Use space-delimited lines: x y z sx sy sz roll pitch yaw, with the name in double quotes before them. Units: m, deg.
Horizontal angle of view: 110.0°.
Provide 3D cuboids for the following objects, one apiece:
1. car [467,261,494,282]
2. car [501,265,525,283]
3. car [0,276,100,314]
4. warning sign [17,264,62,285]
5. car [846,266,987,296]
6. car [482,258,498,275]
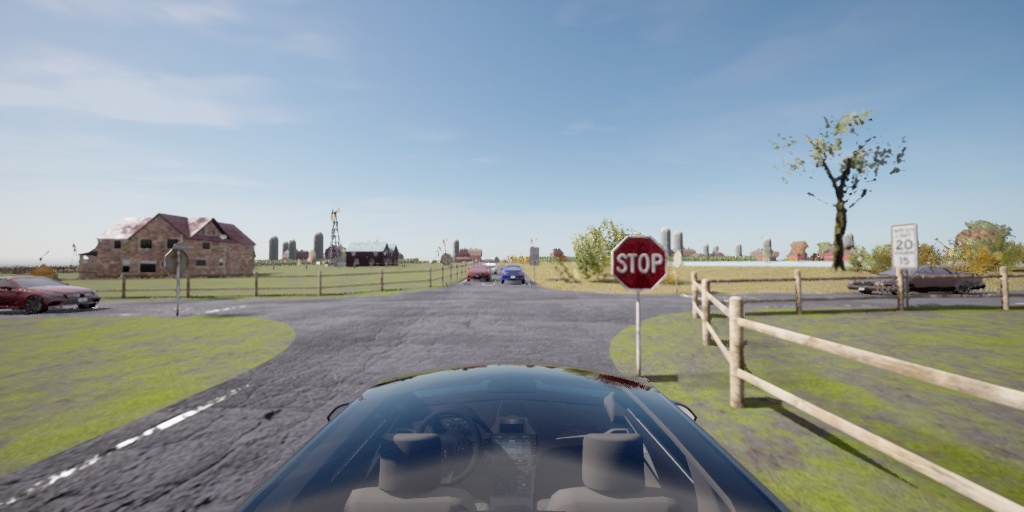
"car" -2.889 1.449 32.254 1.882 1.535 5.008 0 0 0
"car" 0.084 1.479 29.947 1.812 1.442 4.674 0 0 0
"car" -19.625 1.538 14.430 4.674 1.442 1.812 -1 -2 -1
"warning sign" -25.805 1.349 19.642 1.060 1.860 1.300 0 0 -1
"car" 19.998 1.220 17.829 5.357 1.411 2.033 -1 -2 -1
"car" -3.017 1.293 46.158 2.150 2.045 5.566 0 1 -1
